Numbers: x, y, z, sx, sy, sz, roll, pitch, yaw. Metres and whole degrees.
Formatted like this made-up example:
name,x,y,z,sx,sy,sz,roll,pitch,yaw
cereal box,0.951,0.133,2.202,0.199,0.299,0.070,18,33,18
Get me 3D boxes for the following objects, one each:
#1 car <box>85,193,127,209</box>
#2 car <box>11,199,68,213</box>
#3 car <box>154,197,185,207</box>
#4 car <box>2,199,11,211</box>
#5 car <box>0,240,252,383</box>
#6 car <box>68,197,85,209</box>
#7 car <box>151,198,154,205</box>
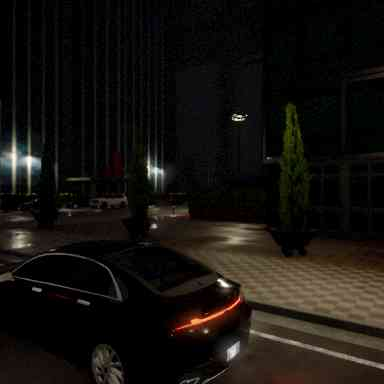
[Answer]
name,x,y,z,sx,sy,sz,roll,pitch,yaw
car,-11.355,1.221,45.619,2.150,2.045,5.566,0,0,35
car,-17.077,1.491,37.484,2.128,1.511,4.902,0,0,35
car,-3.142,1.601,50.877,1.895,1.301,4.718,0,0,35
car,-21.024,1.547,37.948,2.033,1.411,5.357,0,0,35
car,-1.513,1.505,5.085,4.892,1.490,1.837,0,0,36
car,-15.373,1.505,45.990,1.837,1.490,4.892,0,0,35
car,-5.549,1.564,53.853,1.994,1.385,4.181,0,0,35
